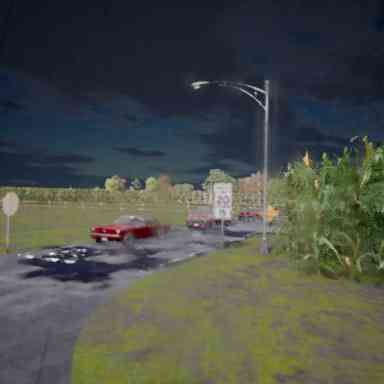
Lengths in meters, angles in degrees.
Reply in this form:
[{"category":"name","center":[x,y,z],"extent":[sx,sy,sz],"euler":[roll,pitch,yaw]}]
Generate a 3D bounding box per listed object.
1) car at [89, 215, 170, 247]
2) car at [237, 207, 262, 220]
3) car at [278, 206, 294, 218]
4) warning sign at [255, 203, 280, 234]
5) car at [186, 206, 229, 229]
[{"category":"car","center":[-3.022,1.875,17.001],"extent":[1.895,1.301,4.718],"euler":[1,-1,25]},{"category":"car","center":[6.625,2.397,37.385],"extent":[1.895,1.301,4.718],"euler":[1,-1,25]},{"category":"car","center":[12.126,2.518,42.275],"extent":[1.812,1.442,4.674],"euler":[1,-1,26]},{"category":"warning sign","center":[4.821,1.632,21.172],"extent":[1.300,1.860,1.060],"euler":[1,-1,25]},{"category":"car","center":[1.283,1.860,26.106],"extent":[2.097,1.767,4.553],"euler":[1,-1,25]}]
